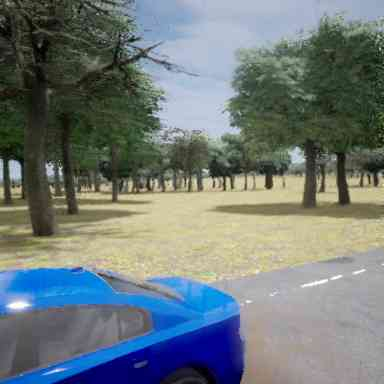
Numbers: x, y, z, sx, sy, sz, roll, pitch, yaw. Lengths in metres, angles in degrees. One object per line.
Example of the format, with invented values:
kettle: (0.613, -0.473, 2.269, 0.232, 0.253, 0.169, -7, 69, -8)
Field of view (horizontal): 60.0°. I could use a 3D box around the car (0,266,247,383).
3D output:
car: (-1.777, 1.477, 2.715, 5.008, 1.535, 1.882, 0, 0, -35)
